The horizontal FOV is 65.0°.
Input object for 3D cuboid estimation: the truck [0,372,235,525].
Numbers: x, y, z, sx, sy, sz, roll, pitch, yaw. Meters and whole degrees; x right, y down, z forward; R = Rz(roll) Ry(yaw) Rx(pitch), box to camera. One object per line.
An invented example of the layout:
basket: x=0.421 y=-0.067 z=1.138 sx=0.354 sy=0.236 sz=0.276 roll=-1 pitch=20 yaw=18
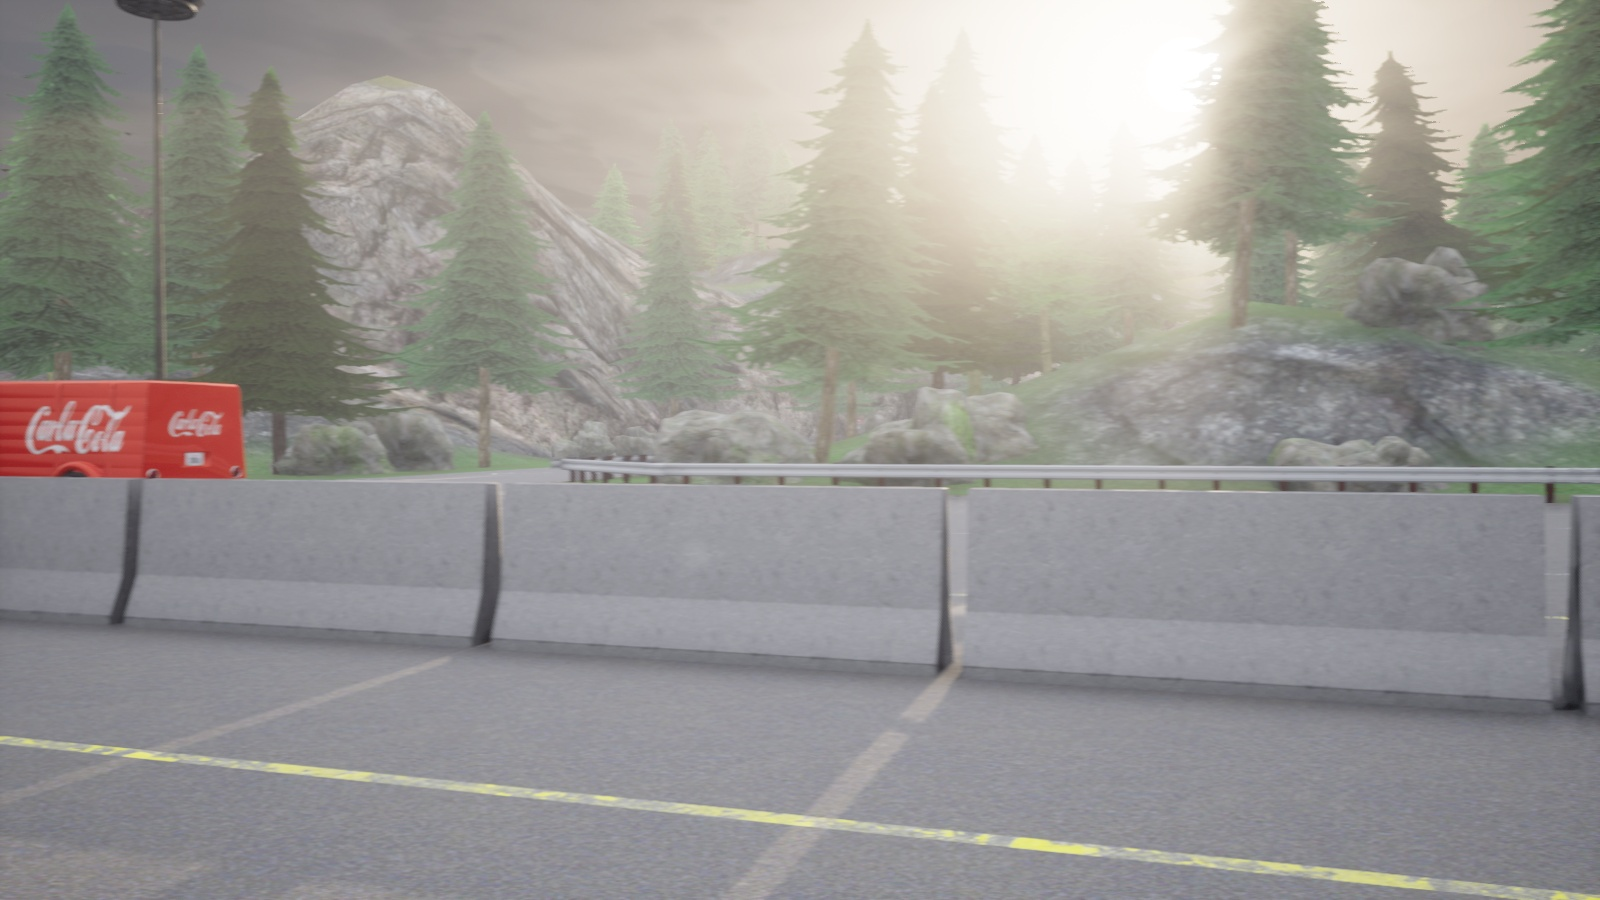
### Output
truck: x=-13.113 y=-0.068 z=22.324 sx=5.204 sy=2.467 sz=2.627 roll=1 pitch=1 yaw=18
